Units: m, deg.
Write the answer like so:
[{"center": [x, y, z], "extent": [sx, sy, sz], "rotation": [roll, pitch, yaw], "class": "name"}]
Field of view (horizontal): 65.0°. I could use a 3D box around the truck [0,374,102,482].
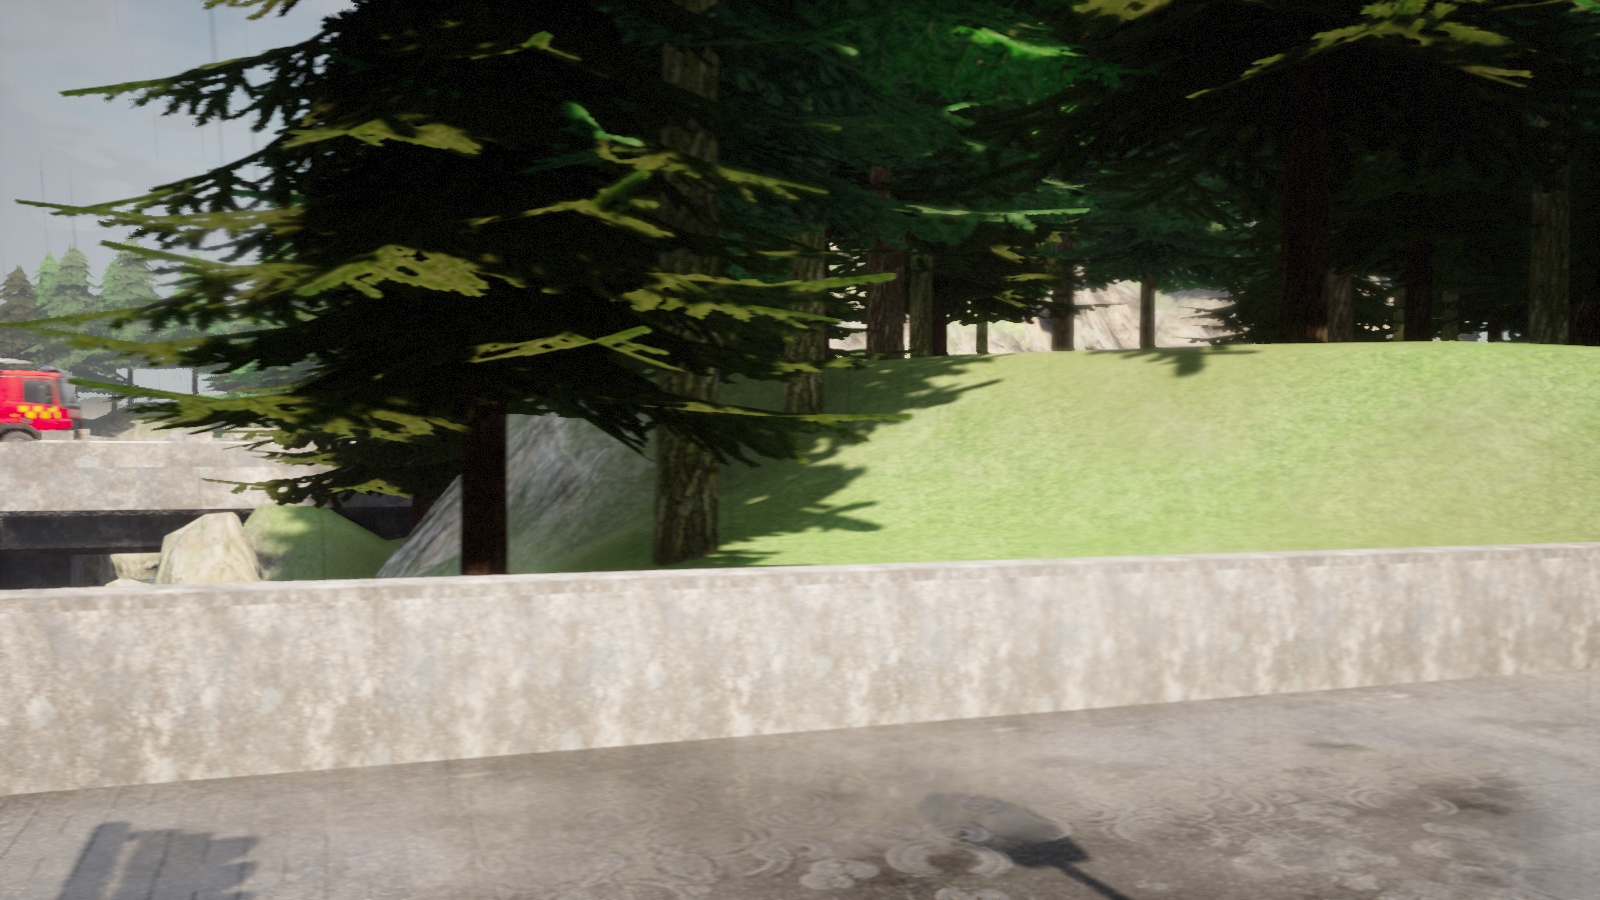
[{"center": [-30.225, -0.778, 45.276], "extent": [8.468, 3.827, 2.891], "rotation": [-1, 1, -21], "class": "truck"}]
